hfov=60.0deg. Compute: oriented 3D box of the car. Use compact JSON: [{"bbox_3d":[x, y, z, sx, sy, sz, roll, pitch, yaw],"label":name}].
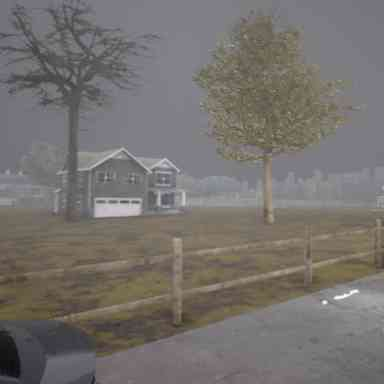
[{"bbox_3d":[-2.711,1.478,1.125,4.892,1.490,1.837,-1,1,-37],"label":"car"}]
